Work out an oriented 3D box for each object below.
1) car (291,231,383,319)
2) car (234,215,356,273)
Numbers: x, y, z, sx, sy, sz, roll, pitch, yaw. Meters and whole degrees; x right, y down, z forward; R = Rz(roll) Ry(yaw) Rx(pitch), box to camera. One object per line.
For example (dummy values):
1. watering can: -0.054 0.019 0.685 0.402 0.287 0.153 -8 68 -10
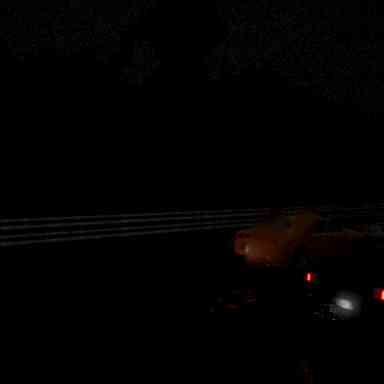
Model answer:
1. car: 4.388 1.600 6.877 4.718 1.301 1.895 0 0 -35
2. car: 3.587 1.471 10.604 5.008 1.535 1.882 0 0 -35
